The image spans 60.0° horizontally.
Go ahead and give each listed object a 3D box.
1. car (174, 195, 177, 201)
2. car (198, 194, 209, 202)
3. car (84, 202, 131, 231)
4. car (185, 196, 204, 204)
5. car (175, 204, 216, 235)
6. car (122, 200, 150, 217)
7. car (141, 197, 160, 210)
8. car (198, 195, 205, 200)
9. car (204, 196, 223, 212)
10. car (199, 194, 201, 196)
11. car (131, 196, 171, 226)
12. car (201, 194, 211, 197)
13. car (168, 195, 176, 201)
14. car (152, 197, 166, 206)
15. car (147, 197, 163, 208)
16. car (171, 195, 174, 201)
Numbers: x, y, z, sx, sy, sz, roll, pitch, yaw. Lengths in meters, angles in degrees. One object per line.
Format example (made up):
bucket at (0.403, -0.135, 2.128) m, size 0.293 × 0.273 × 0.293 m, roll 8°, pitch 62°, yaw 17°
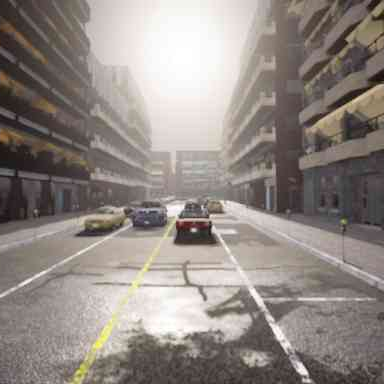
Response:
car at (-5.276, 1.564, 81.894) m, size 1.752 × 1.417 × 4.829 m, roll 1°, pitch 0°, yaw 0°
car at (2.595, 1.343, 76.526) m, size 2.192 × 1.841 × 5.009 m, roll 1°, pitch 0°, yaw 0°
car at (-5.299, 1.514, 20.689) m, size 1.752 × 1.417 × 4.829 m, roll 1°, pitch 0°, yaw 0°
car at (0.108, 1.551, 39.818) m, size 1.994 × 1.385 × 4.181 m, roll 0°, pitch 0°, yaw 0°
car at (0.099, 1.590, 18.563) m, size 1.895 × 1.301 × 4.718 m, roll 0°, pitch 0°, yaw 0°
car at (-5.297, 1.552, 31.986) m, size 1.947 × 1.339 × 4.313 m, roll 1°, pitch 0°, yaw 0°
car at (-5.293, 1.428, 43.115) m, size 1.967 × 1.590 × 4.097 m, roll 1°, pitch 0°, yaw 0°
car at (2.595, 1.632, 93.215) m, size 1.947 × 1.339 × 4.313 m, roll 1°, pitch 0°, yaw 0°
car at (2.585, 1.511, 37.750) m, size 1.752 × 1.417 × 4.829 m, roll 1°, pitch 0°, yaw 0°
car at (2.592, 1.317, 59.835) m, size 2.192 × 1.841 × 5.009 m, roll 1°, pitch 0°, yaw 0°
car at (-2.842, 1.339, 23.250) m, size 2.097 × 1.767 × 4.553 m, roll 0°, pitch 0°, yaw 0°
car at (2.588, 1.432, 48.706) m, size 1.967 × 1.590 × 4.097 m, roll 1°, pitch 0°, yaw 0°
car at (-5.266, 1.577, 87.457) m, size 1.752 × 1.417 × 4.829 m, roll 1°, pitch 0°, yaw 0°
car at (-5.292, 1.521, 54.073) m, size 1.752 × 1.417 × 4.829 m, roll 1°, pitch 0°, yaw 0°
car at (-5.293, 1.517, 48.508) m, size 1.752 × 1.417 × 4.829 m, roll 1°, pitch 0°, yaw 0°
car at (-5.294, 1.543, 70.766) m, size 1.752 × 1.417 × 4.829 m, roll 1°, pitch 0°, yaw 0°
